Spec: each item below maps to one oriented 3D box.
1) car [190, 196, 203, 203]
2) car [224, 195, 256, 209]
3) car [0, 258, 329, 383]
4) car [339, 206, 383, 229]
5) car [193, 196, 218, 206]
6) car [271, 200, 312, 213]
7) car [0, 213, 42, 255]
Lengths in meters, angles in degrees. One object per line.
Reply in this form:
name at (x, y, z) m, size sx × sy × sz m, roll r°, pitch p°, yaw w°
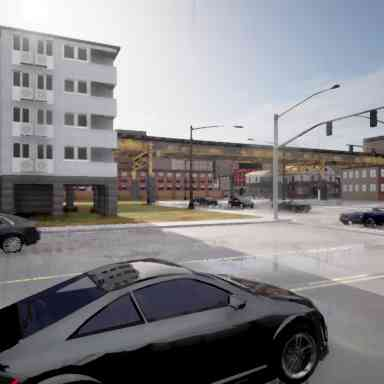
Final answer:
car at (0.959, 1.547, 68.325) m, size 2.033 × 1.411 × 5.357 m, roll 0°, pitch 0°, yaw 8°
car at (6.832, 1.505, 46.371) m, size 1.837 × 1.490 × 4.892 m, roll 0°, pitch 0°, yaw -25°
car at (-0.301, 1.564, 4.109) m, size 4.181 × 1.385 × 1.994 m, roll 0°, pitch 0°, yaw -30°
car at (11.948, 1.597, 21.758) m, size 4.718 × 1.301 × 1.895 m, roll 0°, pitch 0°, yaw -24°
car at (2.561, 1.547, 55.805) m, size 2.033 × 1.411 × 5.357 m, roll 0°, pitch 0°, yaw -21°
car at (11.122, 1.601, 37.321) m, size 1.895 × 1.301 × 4.718 m, roll 0°, pitch 0°, yaw -26°
car at (-8.104, 1.505, 11.962) m, size 4.892 × 1.490 × 1.837 m, roll 0°, pitch 0°, yaw -32°
